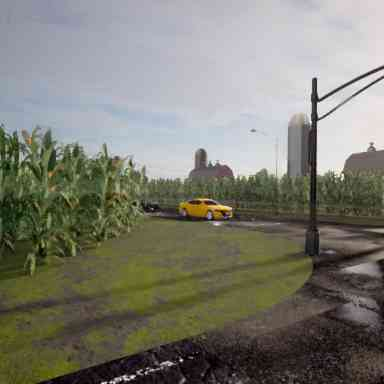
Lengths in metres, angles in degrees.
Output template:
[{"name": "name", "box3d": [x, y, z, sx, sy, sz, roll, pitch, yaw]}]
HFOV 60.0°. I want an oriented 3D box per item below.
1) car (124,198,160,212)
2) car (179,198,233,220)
[{"name": "car", "box3d": [-5.176, 1.321, 33.931, 1.895, 1.301, 4.718, 2, 0, -38]}, {"name": "car", "box3d": [1.012, 1.278, 25.998, 1.882, 1.535, 5.008, 2, 0, -38]}]
